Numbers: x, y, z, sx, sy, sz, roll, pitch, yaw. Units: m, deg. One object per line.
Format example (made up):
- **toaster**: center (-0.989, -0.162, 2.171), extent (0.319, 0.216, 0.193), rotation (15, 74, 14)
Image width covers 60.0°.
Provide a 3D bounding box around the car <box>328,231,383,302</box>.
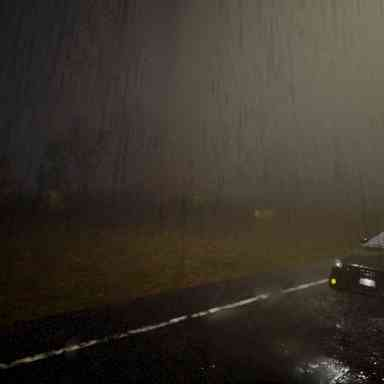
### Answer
- **car**: center (5.008, 1.566, 7.601), extent (4.181, 1.385, 1.994), rotation (0, 0, -36)
